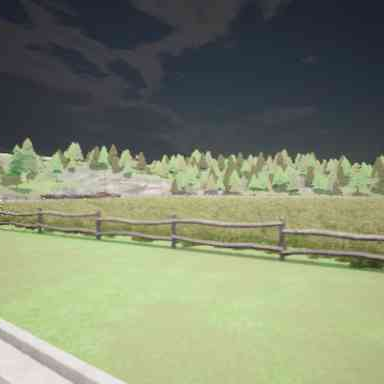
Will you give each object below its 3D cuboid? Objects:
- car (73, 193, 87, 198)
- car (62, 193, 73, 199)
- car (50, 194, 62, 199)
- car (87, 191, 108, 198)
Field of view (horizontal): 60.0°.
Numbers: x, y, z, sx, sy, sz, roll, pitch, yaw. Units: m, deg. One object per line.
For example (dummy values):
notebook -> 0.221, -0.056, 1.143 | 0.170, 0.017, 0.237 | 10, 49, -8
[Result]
car -> -27.873, 1.184, 85.686 | 1.882, 1.535, 5.008 | 0, 0, 12
car -> -31.178, 1.053, 86.952 | 2.097, 1.767, 4.553 | 0, 0, 12
car -> -34.620, 1.249, 87.600 | 1.994, 1.385, 4.181 | 0, 0, 12
car -> -24.346, 1.217, 85.432 | 1.837, 1.490, 4.892 | 0, 0, 12
